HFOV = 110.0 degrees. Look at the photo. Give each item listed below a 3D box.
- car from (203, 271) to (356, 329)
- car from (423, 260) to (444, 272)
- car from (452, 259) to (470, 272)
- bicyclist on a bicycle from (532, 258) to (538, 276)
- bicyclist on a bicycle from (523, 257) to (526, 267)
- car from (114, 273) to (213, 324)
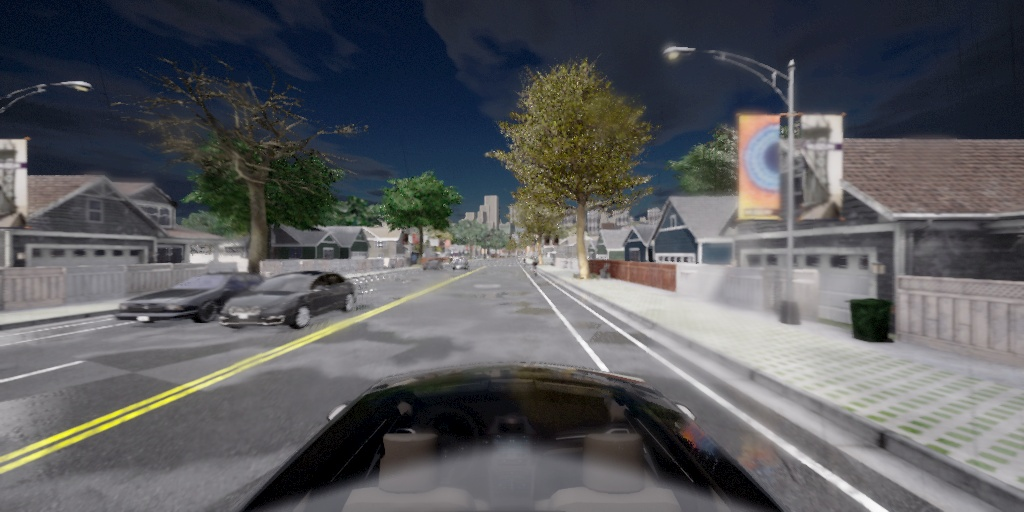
[{"bbox_3d":[-6.598,1.247,11.246,1.837,1.490,4.892,0,0,0],"label":"car"},{"bbox_3d":[-9.837,1.217,45.080,1.837,1.490,4.892,0,0,0],"label":"car"},{"bbox_3d":[-6.580,1.201,46.513,2.128,1.511,4.902,0,0,0],"label":"car"},{"bbox_3d":[2.197,1.093,34.493,0.659,1.776,1.843,0,0,0],"label":"bicyclist on a bicycle"},{"bbox_3d":[2.209,1.065,62.497,0.659,1.776,1.843,0,0,0],"label":"bicyclist on a bicycle"},{"bbox_3d":[-9.849,1.289,12.234,2.033,1.411,5.357,0,0,0],"label":"car"}]
